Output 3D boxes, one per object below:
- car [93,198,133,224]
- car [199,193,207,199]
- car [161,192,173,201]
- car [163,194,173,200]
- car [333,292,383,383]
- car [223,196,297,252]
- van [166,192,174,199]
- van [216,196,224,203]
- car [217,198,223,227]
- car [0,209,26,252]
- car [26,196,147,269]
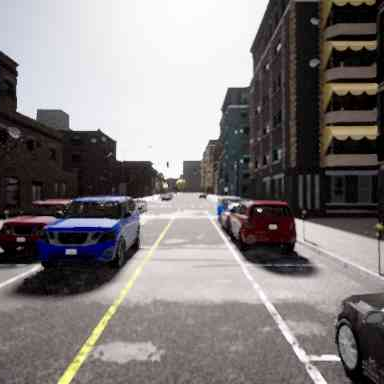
[{"bbox_3d":[-5.666,1.315,24.361,1.967,1.590,4.097,1,0,0],"label":"car"},{"bbox_3d":[2.733,1.003,84.557,1.967,1.590,4.097,1,0,0],"label":"car"},{"bbox_3d":[-5.729,1.168,73.131,1.887,1.381,4.507,1,0,0],"label":"car"},{"bbox_3d":[-5.651,1.138,78.813,1.887,1.381,4.507,1,0,0],"label":"car"},{"bbox_3d":[2.705,1.536,2.723,2.008,1.369,4.403,1,0,0],"label":"car"},{"bbox_3d":[2.712,1.246,13.536,2.192,1.841,5.009,1,0,0],"label":"car"},{"bbox_3d":[-5.645,0.905,84.499,1.690,1.788,3.998,1,0,0],"label":"van"},{"bbox_3d":[2.716,1.216,24.350,1.690,1.788,3.998,1,0,0],"label":"van"},{"bbox_3d":[2.712,1.343,18.944,1.967,1.590,4.097,1,0,0],"label":"car"},{"bbox_3d":[-5.667,1.245,13.546,2.192,1.841,5.009,1,0,0],"label":"car"},{"bbox_3d":[-3.096,1.163,11.275,2.150,2.045,5.566,0,0,0],"label":"car"}]
